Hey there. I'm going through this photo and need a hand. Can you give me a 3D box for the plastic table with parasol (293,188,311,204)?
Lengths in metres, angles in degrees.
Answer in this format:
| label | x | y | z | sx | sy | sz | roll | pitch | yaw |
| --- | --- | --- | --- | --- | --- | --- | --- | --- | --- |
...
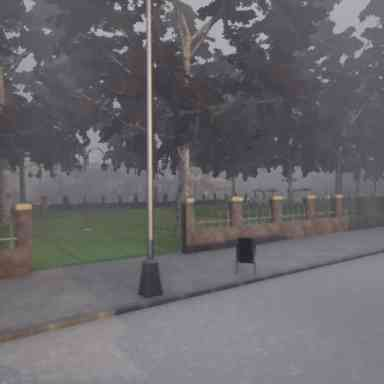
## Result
| label | x | y | z | sx | sy | sz | roll | pitch | yaw |
| --- | --- | --- | --- | --- | --- | --- | --- | --- | --- |
| plastic table with parasol | 18.252 | 0.578 | 55.188 | 2.482 | 2.480 | 2.482 | -3 | 0 | 13 |
